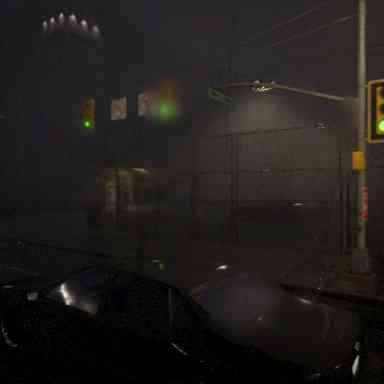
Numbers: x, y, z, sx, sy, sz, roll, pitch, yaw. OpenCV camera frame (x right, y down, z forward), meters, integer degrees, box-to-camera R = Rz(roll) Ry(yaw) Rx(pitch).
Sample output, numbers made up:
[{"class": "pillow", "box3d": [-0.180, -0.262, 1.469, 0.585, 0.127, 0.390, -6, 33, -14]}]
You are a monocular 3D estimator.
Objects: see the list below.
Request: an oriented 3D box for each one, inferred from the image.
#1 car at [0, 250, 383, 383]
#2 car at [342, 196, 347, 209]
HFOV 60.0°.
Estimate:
[{"class": "car", "box3d": [-0.631, 1.529, 4.347, 5.357, 1.411, 2.033, 0, 0, 36]}, {"class": "car", "box3d": [15.188, 1.448, 37.907, 4.718, 1.301, 1.895, 0, 0, 35]}]
